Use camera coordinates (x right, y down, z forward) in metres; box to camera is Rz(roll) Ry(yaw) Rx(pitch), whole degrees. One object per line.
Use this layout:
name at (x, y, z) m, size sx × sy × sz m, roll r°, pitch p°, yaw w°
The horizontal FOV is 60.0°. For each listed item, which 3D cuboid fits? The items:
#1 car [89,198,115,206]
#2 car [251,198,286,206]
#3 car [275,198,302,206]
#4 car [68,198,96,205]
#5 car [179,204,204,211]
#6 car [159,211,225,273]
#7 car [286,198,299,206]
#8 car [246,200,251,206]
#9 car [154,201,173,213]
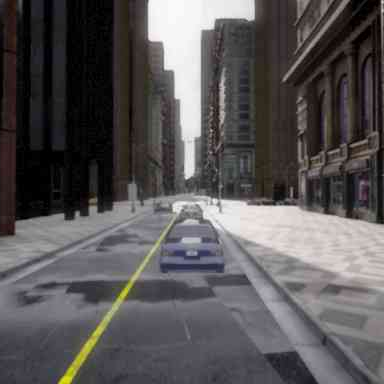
car at (-14.718, 1.600, 53.056) m, size 4.829 × 1.417 × 1.752 m, roll 0°, pitch -1°, yaw 0°
car at (12.202, 1.703, 53.211) m, size 4.403 × 1.369 × 2.008 m, roll 0°, pitch -1°, yaw 0°
car at (17.852, 1.878, 61.768) m, size 4.403 × 1.369 × 2.008 m, roll 0°, pitch -1°, yaw 0°
car at (-20.309, 1.769, 61.547) m, size 4.403 × 1.369 × 2.008 m, roll 0°, pitch -1°, yaw 0°
car at (-0.021, 1.628, 25.832) m, size 2.033 × 1.411 × 5.357 m, roll 0°, pitch 0°, yaw 0°
car at (0.016, 1.581, 10.801) m, size 2.033 × 1.411 × 5.357 m, roll 0°, pitch 0°, yaw 0°
car at (17.872, 1.738, 53.244) m, size 4.313 × 1.339 × 1.947 m, roll 0°, pitch -1°, yaw 0°
car at (12.182, 1.748, 61.737) m, size 4.097 × 1.590 × 1.967 m, roll 0°, pitch -1°, yaw 0°
car at (-3.165, 1.684, 37.879) m, size 1.994 × 1.385 × 4.181 m, roll 0°, pitch 0°, yaw 0°
